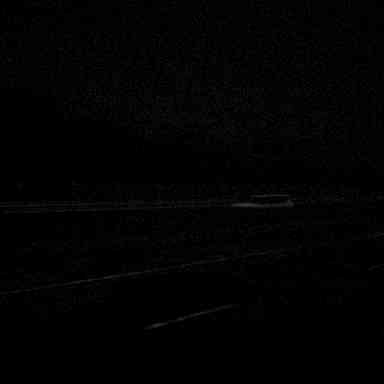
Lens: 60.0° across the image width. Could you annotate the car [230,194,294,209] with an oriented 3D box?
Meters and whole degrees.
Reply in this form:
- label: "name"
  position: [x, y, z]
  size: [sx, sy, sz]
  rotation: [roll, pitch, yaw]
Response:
- label: "car"
  position: [5.271, 1.203, 24.943]
  size: [5.566, 2.045, 2.150]
  rotation: [0, 0, -35]
